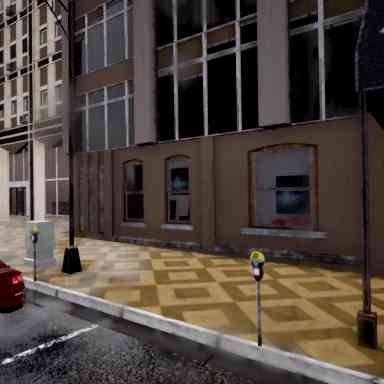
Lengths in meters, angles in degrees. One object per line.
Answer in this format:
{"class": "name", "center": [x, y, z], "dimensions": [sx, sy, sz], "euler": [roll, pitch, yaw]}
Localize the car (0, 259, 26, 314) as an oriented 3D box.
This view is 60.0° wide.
{"class": "car", "center": [-4.784, 1.584, 6.300], "dimensions": [4.206, 1.307, 1.802], "euler": [0, -1, 36]}
